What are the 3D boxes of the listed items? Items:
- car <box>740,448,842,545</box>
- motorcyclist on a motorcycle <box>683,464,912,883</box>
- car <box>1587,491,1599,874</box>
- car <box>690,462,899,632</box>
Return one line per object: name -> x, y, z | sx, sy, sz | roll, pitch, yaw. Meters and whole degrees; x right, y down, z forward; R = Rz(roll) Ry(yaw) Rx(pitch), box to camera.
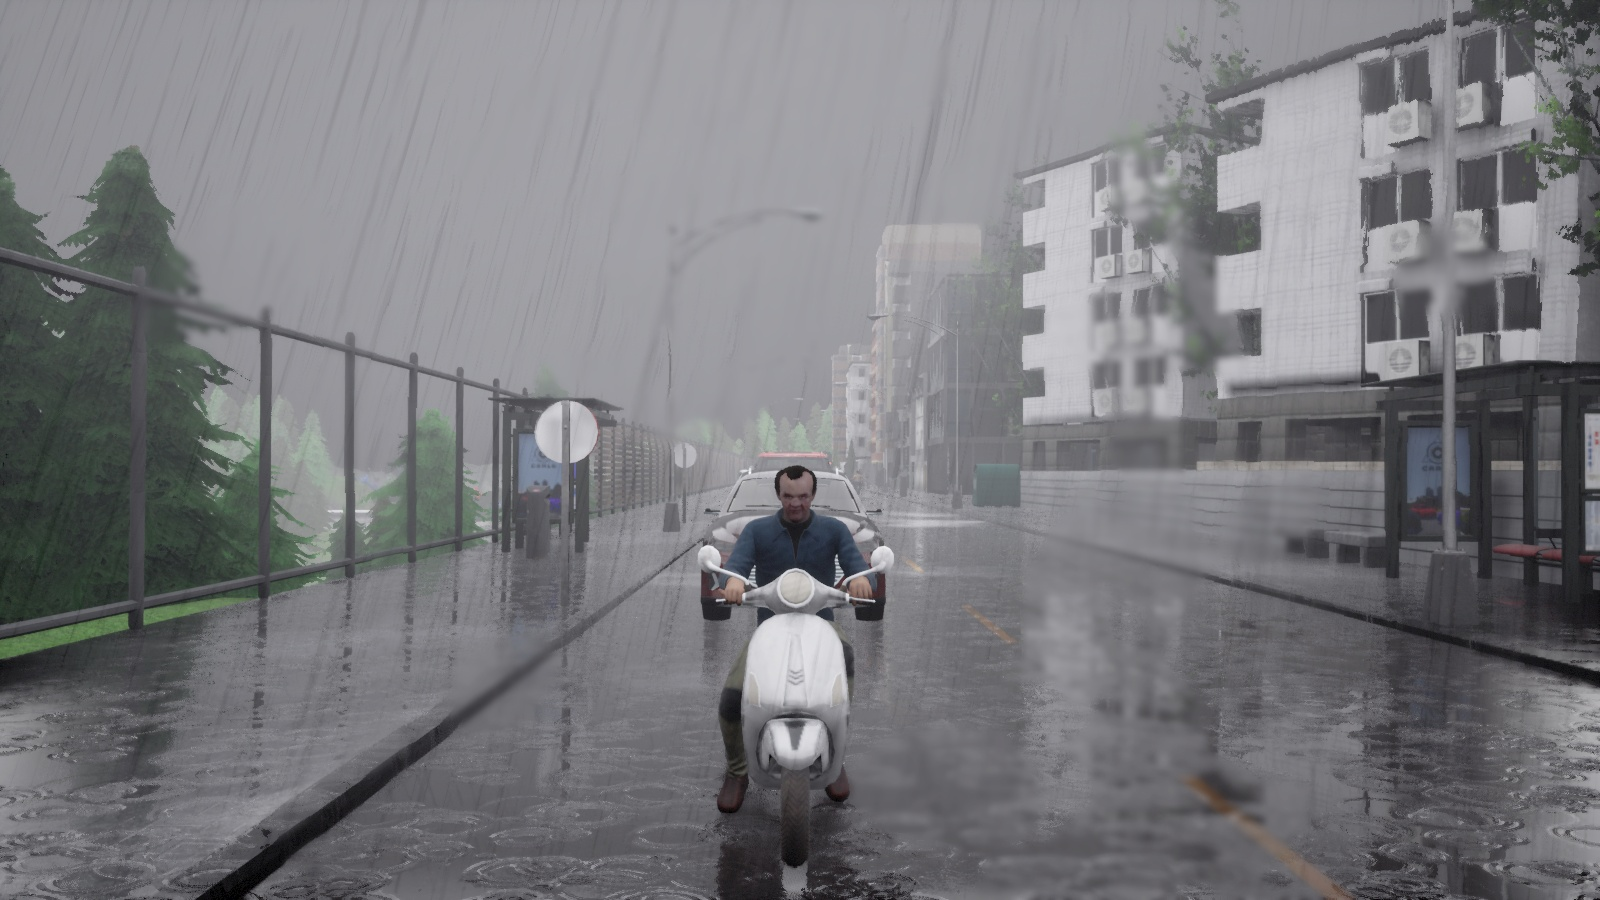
car -> -0.163, 1.024, 29.313 | 2.150, 2.045, 5.566 | 0, -1, 1
motorcyclist on a motorcycle -> -0.014, 0.864, 5.695 | 0.866, 1.590, 1.817 | 0, -1, 0
car -> 4.001, 0.859, 2.806 | 1.816, 1.474, 4.193 | 0, -1, 0
car -> -0.070, 0.991, 14.704 | 2.033, 1.649, 4.856 | 0, -1, 0
